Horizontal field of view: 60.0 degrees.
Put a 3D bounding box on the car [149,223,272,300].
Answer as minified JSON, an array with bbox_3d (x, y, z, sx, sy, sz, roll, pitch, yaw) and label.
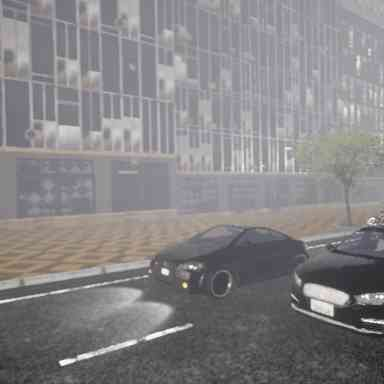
[{"bbox_3d":[1.047,1.508,8.299,4.181,1.385,1.994,-1,0,-35],"label":"car"}]

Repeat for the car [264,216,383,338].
[{"bbox_3d":[3.919,1.423,6.356,4.902,1.511,2.128,-1,0,-35],"label":"car"}]

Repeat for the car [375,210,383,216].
[{"bbox_3d":[9.431,1.191,14.278,4.553,1.767,2.097,-1,0,-35],"label":"car"}]
